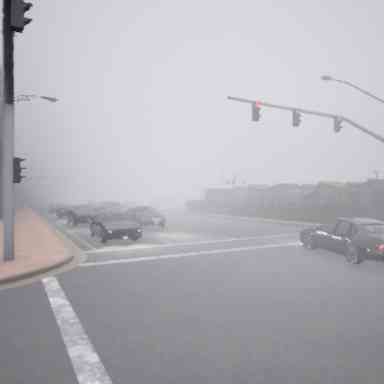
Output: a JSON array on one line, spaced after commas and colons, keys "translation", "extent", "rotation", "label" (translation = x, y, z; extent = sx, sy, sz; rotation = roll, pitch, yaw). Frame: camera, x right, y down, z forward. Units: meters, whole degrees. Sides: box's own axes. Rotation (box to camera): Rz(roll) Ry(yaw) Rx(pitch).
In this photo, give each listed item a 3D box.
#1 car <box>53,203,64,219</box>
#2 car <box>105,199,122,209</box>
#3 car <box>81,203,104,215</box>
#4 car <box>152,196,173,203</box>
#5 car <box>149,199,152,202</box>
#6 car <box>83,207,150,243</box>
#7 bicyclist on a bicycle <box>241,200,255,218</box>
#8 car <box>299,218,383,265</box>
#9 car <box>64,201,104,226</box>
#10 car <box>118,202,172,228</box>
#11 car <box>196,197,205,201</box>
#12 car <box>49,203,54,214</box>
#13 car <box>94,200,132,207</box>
[{"translation": [-12.924, 2.002, 34.532], "extent": [1.895, 1.301, 4.718], "rotation": [0, -1, -27], "label": "car"}, {"translation": [-14.250, 2.138, 60.106], "extent": [1.882, 1.535, 5.008], "rotation": [0, -1, -28], "label": "car"}, {"translation": [-12.269, 2.062, 40.864], "extent": [1.895, 1.301, 4.718], "rotation": [0, -1, -27], "label": "car"}, {"translation": [-6.276, 1.937, 75.576], "extent": [3.866, 1.878, 1.905], "rotation": [0, -1, -29], "label": "car"}, {"translation": [-7.632, 1.966, 78.133], "extent": [4.605, 1.855, 1.932], "rotation": [0, -1, -29], "label": "car"}, {"translation": [-4.213, 1.745, 17.739], "extent": [2.033, 1.411, 5.357], "rotation": [0, -1, -26], "label": "car"}, {"translation": [5.221, 1.551, 30.947], "extent": [1.656, 1.620, 0.582], "rotation": [-6, 2, -27], "label": "bicyclist on a bicycle"}, {"translation": [5.859, 1.647, 12.137], "extent": [2.033, 1.411, 5.357], "rotation": [0, -1, -7], "label": "car"}, {"translation": [-8.632, 1.779, 26.304], "extent": [1.882, 1.535, 5.008], "rotation": [0, -1, -27], "label": "car"}, {"translation": [-3.446, 1.747, 23.922], "extent": [2.128, 1.511, 4.902], "rotation": [0, -1, -28], "label": "car"}, {"translation": [3.278, 1.727, 58.436], "extent": [3.866, 1.878, 1.905], "rotation": [0, -1, -29], "label": "car"}, {"translation": [-17.558, 2.110, 43.478], "extent": [1.895, 1.301, 4.718], "rotation": [0, -1, -27], "label": "car"}, {"translation": [-7.700, 1.707, 32.085], "extent": [2.097, 1.767, 4.553], "rotation": [0, -1, -28], "label": "car"}]
